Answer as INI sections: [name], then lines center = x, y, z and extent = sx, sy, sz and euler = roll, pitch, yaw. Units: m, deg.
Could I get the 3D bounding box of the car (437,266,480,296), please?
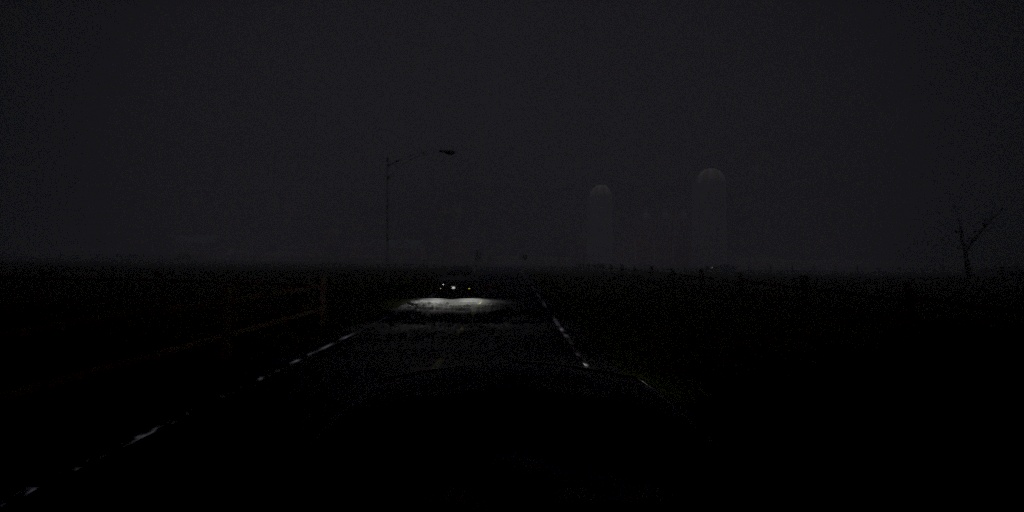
[car]
center = -2.857, 1.311, 19.897
extent = 1.837, 1.490, 4.892
euler = 0, 0, 0
